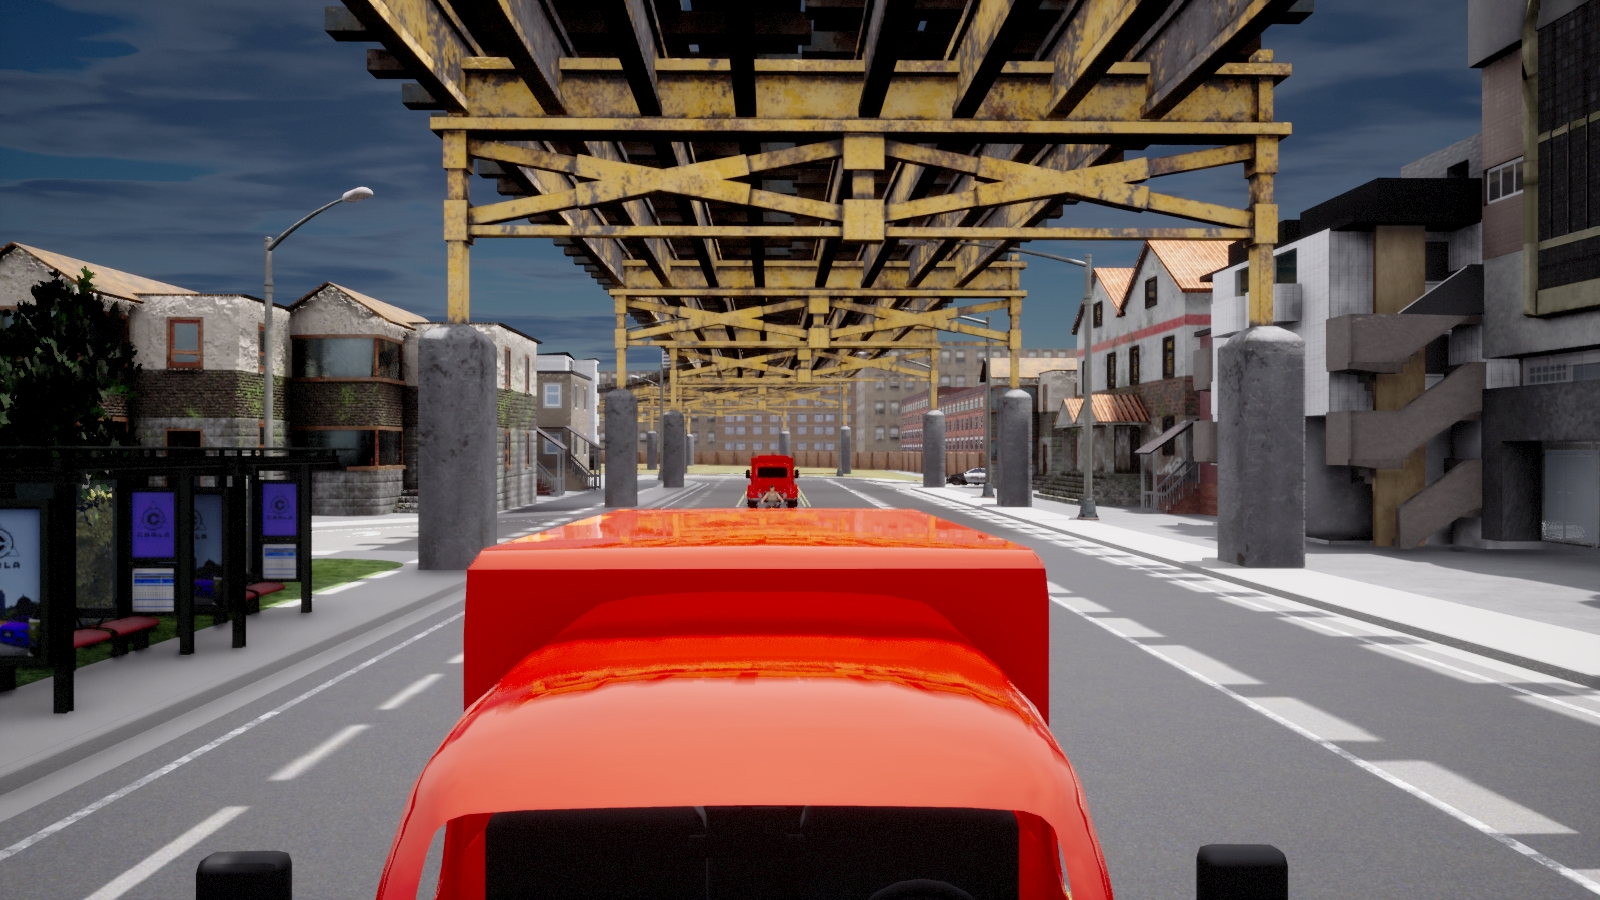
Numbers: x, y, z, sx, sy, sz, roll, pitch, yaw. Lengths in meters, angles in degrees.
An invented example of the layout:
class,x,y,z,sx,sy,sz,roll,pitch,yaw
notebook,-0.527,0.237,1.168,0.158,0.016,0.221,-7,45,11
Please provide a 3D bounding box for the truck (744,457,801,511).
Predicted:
class,x,y,z,sx,sy,sz,roll,pitch,yaw
truck,-1.339,1.568,55.496,2.627,2.467,5.204,0,0,-1

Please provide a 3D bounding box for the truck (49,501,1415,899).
class,x,y,z,sx,sy,sz,roll,pitch,yaw
truck,-0.167,1.568,4.802,2.627,2.467,5.204,0,0,-1
